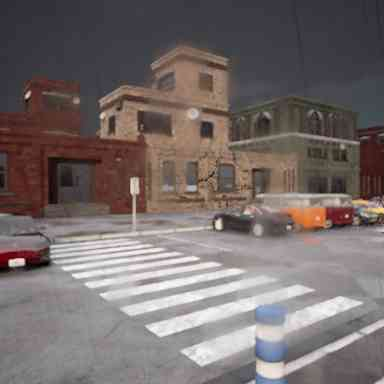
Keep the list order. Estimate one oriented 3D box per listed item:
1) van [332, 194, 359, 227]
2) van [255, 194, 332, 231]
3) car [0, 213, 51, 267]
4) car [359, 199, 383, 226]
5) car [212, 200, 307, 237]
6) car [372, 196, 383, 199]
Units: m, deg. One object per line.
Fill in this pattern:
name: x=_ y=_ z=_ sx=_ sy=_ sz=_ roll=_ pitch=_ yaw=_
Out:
van: x=7.484 y=1.099 z=20.524 sx=1.878 sy=1.987 sz=4.442 roll=0 pitch=0 yaw=-35
van: x=5.221 y=1.116 z=18.911 sx=1.878 sy=1.987 sz=4.442 roll=0 pitch=0 yaw=-36
car: x=-6.008 y=1.449 z=10.724 sx=2.163 sy=1.488 sz=4.792 roll=0 pitch=0 yaw=-35
car: x=9.814 y=1.349 z=22.047 sx=2.002 sy=1.452 sz=4.674 roll=0 pitch=0 yaw=-35
car: x=3.030 y=1.359 z=17.198 sx=2.231 sy=1.521 sz=4.892 roll=0 pitch=0 yaw=-35
car: x=12.186 y=1.289 z=23.508 sx=1.946 sy=1.575 sz=5.366 roll=0 pitch=0 yaw=-35
